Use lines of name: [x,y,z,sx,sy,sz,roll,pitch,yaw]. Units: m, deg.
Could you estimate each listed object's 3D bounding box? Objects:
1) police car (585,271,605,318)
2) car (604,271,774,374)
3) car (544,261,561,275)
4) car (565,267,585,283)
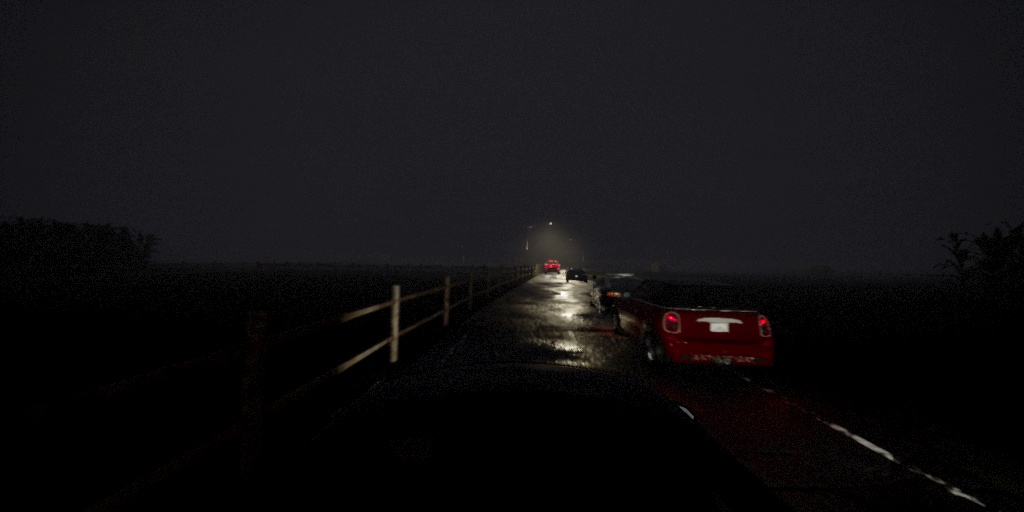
police car: [4.260,1.439,14.361,1.930,1.638,5.238,2,-1,6]
car: [3.736,1.283,8.335,2.097,1.767,4.553,2,-1,4]
car: [5.929,1.697,52.500,2.150,2.045,5.566,2,-1,8]
car: [6.238,1.860,34.940,1.994,1.385,4.181,2,-1,9]
